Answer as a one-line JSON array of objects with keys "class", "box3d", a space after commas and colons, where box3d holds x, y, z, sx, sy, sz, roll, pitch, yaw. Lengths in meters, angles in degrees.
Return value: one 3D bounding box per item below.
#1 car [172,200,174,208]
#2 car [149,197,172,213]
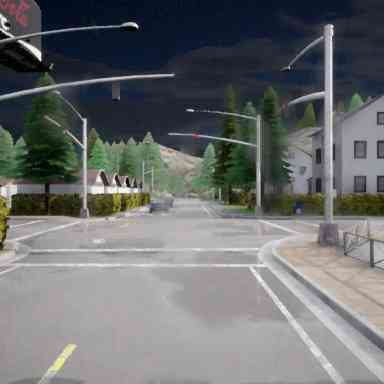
[{"class": "car", "box3d": [-3.591, 1.505, 47.085, 1.837, 1.490, 4.892, 0, 0, 0]}, {"class": "car", "box3d": [-3.597, 1.526, 37.117, 1.812, 1.442, 4.674, 0, 0, 0]}]
